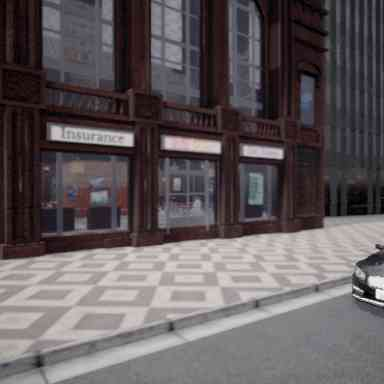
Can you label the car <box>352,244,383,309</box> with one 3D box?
[{"bbox_3d":[5.406,1.584,7.230,4.902,1.511,2.128,1,0,-35],"label":"car"}]
